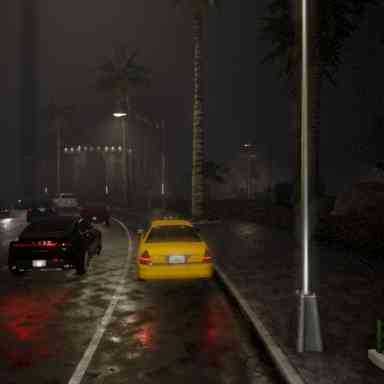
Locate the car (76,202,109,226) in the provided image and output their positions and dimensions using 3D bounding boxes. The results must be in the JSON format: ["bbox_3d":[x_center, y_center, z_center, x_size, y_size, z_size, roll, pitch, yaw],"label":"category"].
[{"bbox_3d":[-6.852,1.472,23.144,1.882,1.535,5.008,0,0,-18],"label":"car"}]

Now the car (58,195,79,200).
[{"bbox_3d":[-31.817,1.392,85.556,4.674,1.452,2.002,0,0,11],"label":"car"}]

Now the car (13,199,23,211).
[{"bbox_3d":[-20.192,1.546,40.186,1.994,1.385,4.181,0,0,-41],"label":"car"}]

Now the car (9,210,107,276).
[{"bbox_3d":[-3.996,1.499,10.393,1.837,1.490,4.892,0,-1,-8],"label":"car"}]

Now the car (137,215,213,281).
[{"bbox_3d":[-0.649,1.456,9.853,1.801,1.575,5.366,0,0,-7],"label":"car"}]

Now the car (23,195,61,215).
[{"bbox_3d":[-11.559,1.343,25.902,2.097,1.767,4.553,0,0,-21],"label":"car"}]

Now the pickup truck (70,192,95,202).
[{"bbox_3d":[-23.551,1.070,71.670,2.390,2.098,6.274,0,0,11],"label":"pickup truck"}]

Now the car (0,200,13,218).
[{"bbox_3d":[-17.139,1.490,29.436,1.837,1.490,4.892,1,0,-28],"label":"car"}]

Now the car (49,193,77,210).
[{"bbox_3d":[-15.780,1.207,40.474,2.150,2.045,5.566,0,0,-38],"label":"car"}]
